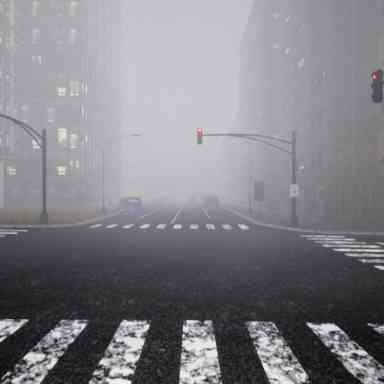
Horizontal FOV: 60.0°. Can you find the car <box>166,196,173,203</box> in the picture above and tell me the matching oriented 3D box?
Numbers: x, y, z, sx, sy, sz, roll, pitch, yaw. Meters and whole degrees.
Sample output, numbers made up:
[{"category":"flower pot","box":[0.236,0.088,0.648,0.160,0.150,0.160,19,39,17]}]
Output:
[{"category":"car","box":[-5.618,1.468,69.502,1.967,1.590,4.097,0,0,0]}]

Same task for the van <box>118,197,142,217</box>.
[{"category":"van","box":[-5.658,1.347,30.646,1.690,1.788,3.998,0,0,0]}]

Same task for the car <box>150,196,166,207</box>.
[{"category":"car","box":[-5.635,1.542,52.679,1.752,1.417,4.829,0,0,0]}]

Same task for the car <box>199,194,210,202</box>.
[{"category":"car","box":[2.768,1.348,75.045,2.192,1.841,5.009,0,0,0]}]

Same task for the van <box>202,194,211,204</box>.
[{"category":"van","box":[2.756,1.365,63.944,1.690,1.788,3.998,0,0,0]}]

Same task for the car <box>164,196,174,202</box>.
[{"category":"car","box":[-5.606,1.589,80.604,2.008,1.369,4.403,0,0,0]}]

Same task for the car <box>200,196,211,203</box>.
[{"category":"car","box":[2.763,1.579,69.494,2.008,1.369,4.403,0,0,0]}]

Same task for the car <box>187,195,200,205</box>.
[{"category":"car","box":[0.067,1.622,60.165,1.895,1.301,4.718,0,0,0]}]

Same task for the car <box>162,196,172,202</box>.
[{"category":"car","box":[-5.613,1.558,74.883,1.752,1.417,4.829,0,0,0]}]

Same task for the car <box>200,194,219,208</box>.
[{"category":"car","box":[2.739,1.329,47.291,2.192,1.841,5.009,0,0,0]}]

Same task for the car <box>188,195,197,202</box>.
[{"category":"car","box":[0.076,1.379,70.141,1.837,1.490,4.892,0,0,0]}]
